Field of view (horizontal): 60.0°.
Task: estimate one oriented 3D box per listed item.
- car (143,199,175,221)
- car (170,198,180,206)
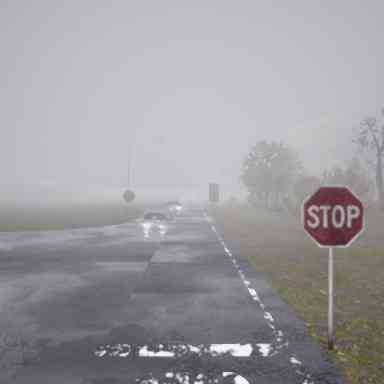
[{"bbox_3d":[-2.810,1.548,27.870,2.033,1.411,5.357,0,0,1],"label":"car"},{"bbox_3d":[-2.842,1.582,52.778,1.895,1.301,4.718,0,0,0],"label":"car"}]
